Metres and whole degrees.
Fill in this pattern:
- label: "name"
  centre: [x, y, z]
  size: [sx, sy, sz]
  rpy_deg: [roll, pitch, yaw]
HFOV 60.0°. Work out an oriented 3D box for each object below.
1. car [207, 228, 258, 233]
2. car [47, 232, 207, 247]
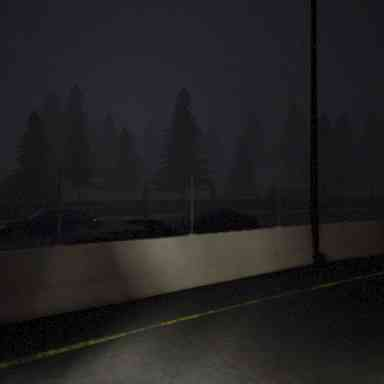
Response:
- label: "car"
  centre: [0.856, 1.500, 16.598]
  size: [5.357, 1.411, 2.033]
  rpy_deg: [0, 0, -29]
- label: "car"
  centre: [-2.085, 1.578, 10.776]
  size: [4.718, 1.301, 1.895]
  rpy_deg: [0, 0, -32]
